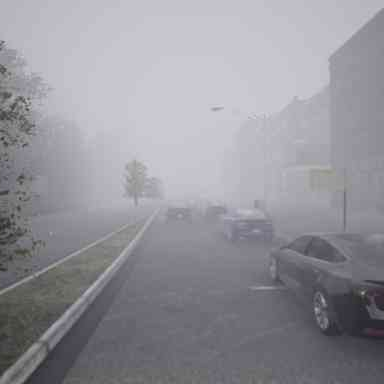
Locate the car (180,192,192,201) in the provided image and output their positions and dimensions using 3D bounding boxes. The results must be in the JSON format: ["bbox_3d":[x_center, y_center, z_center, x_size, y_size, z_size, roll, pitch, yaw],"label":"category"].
[{"bbox_3d":[-1.471,1.033,77.104,2.435,2.045,5.566,0,0,-4],"label":"car"}]

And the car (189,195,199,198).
[{"bbox_3d":[1.085,1.478,38.364,2.163,1.488,4.792,0,0,-4],"label":"car"}]

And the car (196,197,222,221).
[{"bbox_3d":[1.818,1.472,27.261,2.231,1.521,4.892,0,0,-4],"label":"car"}]

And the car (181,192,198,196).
[{"bbox_3d":[-0.009,1.145,54.967,2.435,2.045,5.566,0,0,-4],"label":"car"}]

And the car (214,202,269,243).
[{"bbox_3d":[2.540,1.482,16.292,2.097,1.535,5.008,0,0,-3],"label":"car"}]

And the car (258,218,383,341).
[{"bbox_3d":[2.984,1.512,6.704,2.163,1.488,4.792,0,0,-1],"label":"car"}]

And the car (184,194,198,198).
[{"bbox_3d":[0.355,1.447,49.435,2.163,1.488,4.792,0,0,-4],"label":"car"}]

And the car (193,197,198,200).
[{"bbox_3d":[1.453,1.501,32.799,2.002,1.452,4.674,0,0,-4],"label":"car"}]

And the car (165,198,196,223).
[{"bbox_3d":[-1.021,1.468,25.312,1.882,1.535,5.008,0,0,-4],"label":"car"}]

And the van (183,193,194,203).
[{"bbox_3d":[-0.746,1.120,66.124,1.878,1.987,4.442,0,0,-4],"label":"van"}]

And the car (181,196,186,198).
[{"bbox_3d":[-2.173,1.555,42.942,1.895,1.301,4.718,0,0,-4],"label":"car"}]
